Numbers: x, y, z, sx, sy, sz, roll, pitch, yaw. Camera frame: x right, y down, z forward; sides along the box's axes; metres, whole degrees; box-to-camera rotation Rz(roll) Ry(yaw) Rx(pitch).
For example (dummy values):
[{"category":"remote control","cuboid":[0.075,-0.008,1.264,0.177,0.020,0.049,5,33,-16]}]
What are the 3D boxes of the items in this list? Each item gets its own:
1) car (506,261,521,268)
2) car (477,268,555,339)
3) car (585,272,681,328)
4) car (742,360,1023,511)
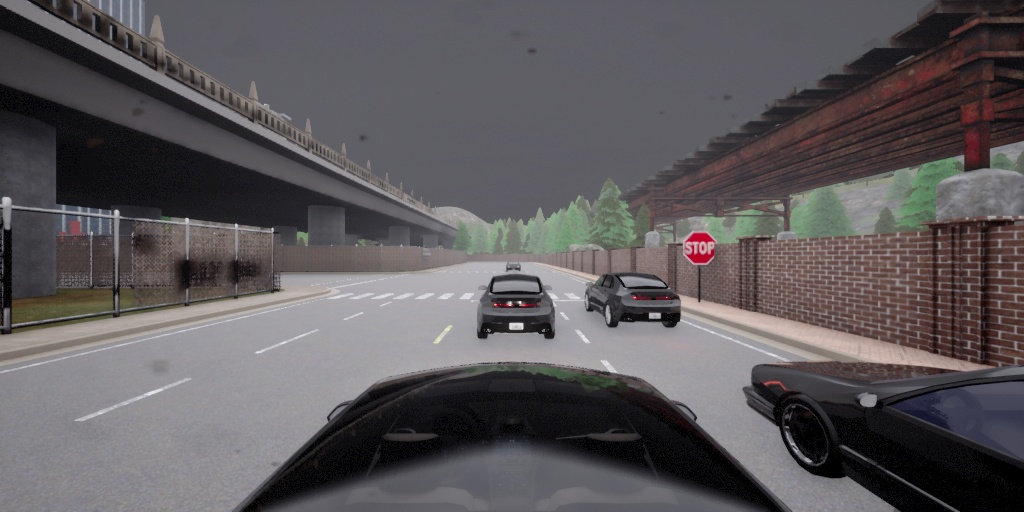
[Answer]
[{"category":"car","cuboid":[0.164,1.350,46.346,1.895,1.301,4.718,0,0,-1]},{"category":"car","cuboid":[0.095,1.255,10.067,1.837,1.490,4.892,0,0,0]},{"category":"car","cuboid":[3.596,1.255,11.428,1.837,1.490,4.892,0,0,0]},{"category":"car","cuboid":[3.600,1.297,1.681,2.033,1.411,5.357,0,0,0]}]
